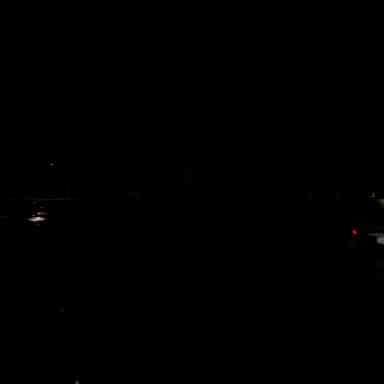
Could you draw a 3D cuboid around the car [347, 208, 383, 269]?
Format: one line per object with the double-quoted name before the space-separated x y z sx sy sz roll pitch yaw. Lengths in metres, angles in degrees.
"car" 6.378 1.181 9.147 4.553 1.767 2.097 0 1 -33
